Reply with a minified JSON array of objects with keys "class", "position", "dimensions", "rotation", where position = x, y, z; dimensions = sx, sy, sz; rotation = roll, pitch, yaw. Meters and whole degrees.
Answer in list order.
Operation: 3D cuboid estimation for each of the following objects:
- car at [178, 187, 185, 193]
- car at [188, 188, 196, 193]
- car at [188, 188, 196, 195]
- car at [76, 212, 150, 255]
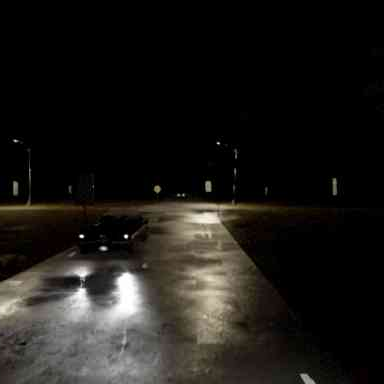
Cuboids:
[{"class":"car","position":[-2.755,-0.582,86.337],"dimensions":[2.033,1.411,5.357],"rotation":[0,1,0]},{"class":"car","position":[-0.006,-0.428,92.168],"dimensions":[1.994,1.385,4.181],"rotation":[0,1,0]},{"class":"car","position":[-0.005,-0.082,82.119],"dimensions":[1.994,1.385,4.181],"rotation":[0,1,0]},{"class":"car","position":[-2.834,1.484,12.878],"dimensions":[1.895,1.301,4.718],"rotation":[0,1,0]}]
